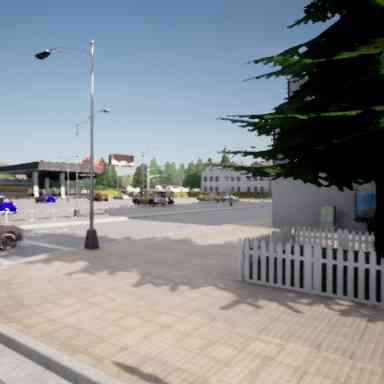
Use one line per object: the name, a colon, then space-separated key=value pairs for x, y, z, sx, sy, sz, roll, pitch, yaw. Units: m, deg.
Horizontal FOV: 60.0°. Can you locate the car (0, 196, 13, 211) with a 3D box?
car: x=-21.038 y=1.162 z=35.478 sx=3.806 sy=1.475 sz=1.970 roll=0 pitch=0 yaw=36

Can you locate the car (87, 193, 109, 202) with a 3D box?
car: x=-16.941 y=1.012 z=59.695 sx=4.514 sy=1.523 sz=2.007 roll=0 pitch=0 yaw=36

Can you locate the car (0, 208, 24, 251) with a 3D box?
car: x=-7.803 y=1.461 z=10.710 sx=2.033 sy=1.411 sz=5.357 roll=0 pitch=0 yaw=7

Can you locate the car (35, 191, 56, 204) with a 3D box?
car: x=-22.859 y=1.033 z=51.643 sx=3.633 sy=1.501 sz=1.845 roll=0 pitch=0 yaw=36

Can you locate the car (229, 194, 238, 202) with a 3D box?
car: x=6.689 y=1.052 z=61.948 sx=3.806 sy=1.475 sz=1.970 roll=0 pitch=0 yaw=36

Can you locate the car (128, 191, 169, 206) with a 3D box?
car: x=-5.740 y=0.920 z=43.637 sx=4.605 sy=1.855 sz=1.932 roll=0 pitch=0 yaw=36

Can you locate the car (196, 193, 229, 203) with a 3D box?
car: x=3.172 y=0.975 z=56.570 sx=5.027 sy=1.636 sz=2.152 roll=0 pitch=0 yaw=36

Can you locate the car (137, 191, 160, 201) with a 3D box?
car: x=-9.030 y=0.816 z=69.343 sx=4.605 sy=1.855 sz=1.932 roll=0 pitch=0 yaw=36

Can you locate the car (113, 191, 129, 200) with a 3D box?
car: x=-15.906 y=1.030 z=74.306 sx=3.806 sy=1.475 sz=1.970 roll=0 pitch=0 yaw=36

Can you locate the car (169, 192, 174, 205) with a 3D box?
car: x=-4.362 y=0.898 z=46.229 sx=3.866 sy=1.878 sz=1.905 roll=0 pitch=0 yaw=36

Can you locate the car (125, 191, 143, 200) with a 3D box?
car: x=-13.453 y=0.749 z=76.632 sx=3.866 sy=1.878 sz=1.905 roll=0 pitch=0 yaw=36

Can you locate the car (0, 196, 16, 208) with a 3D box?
car: x=-16.795 y=1.195 z=28.699 sx=3.633 sy=1.501 sz=1.845 roll=0 pitch=0 yaw=36

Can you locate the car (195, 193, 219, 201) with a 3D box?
car: x=3.148 y=1.076 z=69.059 sx=4.514 sy=1.523 sz=2.007 roll=0 pitch=0 yaw=36
